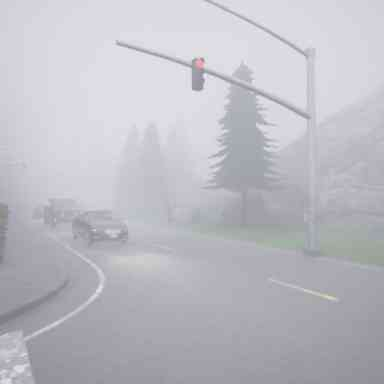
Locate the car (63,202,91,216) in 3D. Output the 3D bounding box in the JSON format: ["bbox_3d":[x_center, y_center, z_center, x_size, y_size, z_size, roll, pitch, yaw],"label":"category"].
[{"bbox_3d":[-13.445,1.912,38.579,2.128,1.511,4.902,0,-1,-31],"label":"car"}]

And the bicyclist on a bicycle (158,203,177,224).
[{"bbox_3d":[-1.932,1.693,25.836,1.656,1.620,0.582,0,0,-31],"label":"bicyclist on a bicycle"}]

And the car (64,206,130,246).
[{"bbox_3d":[-4.629,1.666,16.472,2.128,1.511,4.902,0,-1,-31],"label":"car"}]

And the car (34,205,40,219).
[{"bbox_3d":[-14.799,1.951,33.699,1.994,1.385,4.181,0,-1,-30],"label":"car"}]

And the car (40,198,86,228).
[{"bbox_3d":[-9.712,1.502,25.047,2.150,2.045,5.566,0,-1,-31],"label":"car"}]
